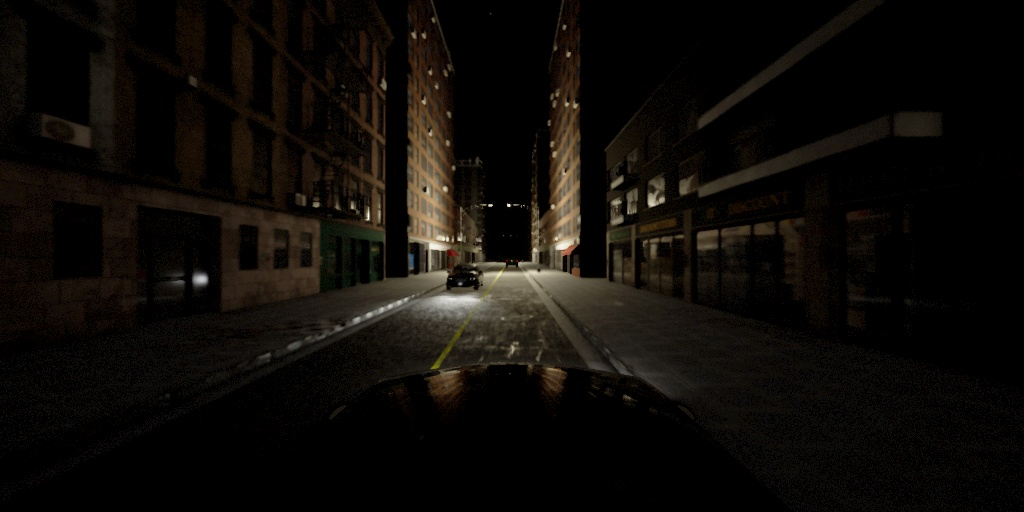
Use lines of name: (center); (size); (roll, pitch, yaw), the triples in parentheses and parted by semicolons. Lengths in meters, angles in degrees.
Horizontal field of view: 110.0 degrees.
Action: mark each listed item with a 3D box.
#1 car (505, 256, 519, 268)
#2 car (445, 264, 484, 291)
car: (0.002, 0.988, 61.606); (2.150, 2.045, 5.566); (0, 0, 0)
car: (-2.782, 1.246, 21.896); (2.128, 1.511, 4.902); (0, 0, 1)
